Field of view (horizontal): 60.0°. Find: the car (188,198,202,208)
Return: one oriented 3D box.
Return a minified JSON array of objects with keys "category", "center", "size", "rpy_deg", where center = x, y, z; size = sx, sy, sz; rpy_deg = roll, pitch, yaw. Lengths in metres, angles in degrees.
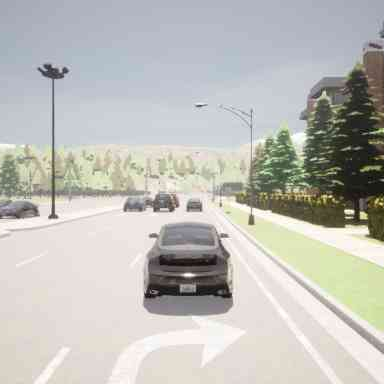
[{"category":"car","center":[0.450,1.564,49.671],"size":[1.994,1.385,4.181],"rpy_deg":[0,0,1]}]

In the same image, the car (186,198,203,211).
[{"category":"car","center":[0.297,1.492,39.606],"size":[2.128,1.511,4.902],"rpy_deg":[0,0,1]}]

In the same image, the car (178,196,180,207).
[{"category":"car","center":[-3.054,1.221,49.441],"size":[2.150,2.045,5.566],"rpy_deg":[0,0,1]}]

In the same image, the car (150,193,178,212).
[{"category":"car","center":[-3.216,1.221,38.798],"size":[2.150,2.045,5.566],"rpy_deg":[0,0,1]}]

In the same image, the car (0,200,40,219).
[{"category":"car","center":[-14.951,1.525,28.840],"size":[1.812,1.442,4.674],"rpy_deg":[0,0,1]}]

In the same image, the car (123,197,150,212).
[{"category":"car","center":[-6.705,1.352,39.537],"size":[2.097,1.767,4.553],"rpy_deg":[0,0,1]}]

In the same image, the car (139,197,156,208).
[{"category":"car","center":[-6.554,1.505,49.464],"size":[1.837,1.490,4.892],"rpy_deg":[0,0,1]}]

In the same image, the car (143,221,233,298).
[{"category":"car","center":[-0.085,1.504,8.473],"size":[1.837,1.490,4.892],"rpy_deg":[0,0,0]}]
